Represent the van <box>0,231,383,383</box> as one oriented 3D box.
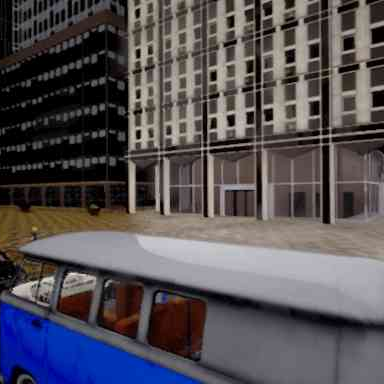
[{"bbox_3d":[-0.180,1.340,3.013,3.998,1.788,1.690,0,0,36],"label":"van"}]
